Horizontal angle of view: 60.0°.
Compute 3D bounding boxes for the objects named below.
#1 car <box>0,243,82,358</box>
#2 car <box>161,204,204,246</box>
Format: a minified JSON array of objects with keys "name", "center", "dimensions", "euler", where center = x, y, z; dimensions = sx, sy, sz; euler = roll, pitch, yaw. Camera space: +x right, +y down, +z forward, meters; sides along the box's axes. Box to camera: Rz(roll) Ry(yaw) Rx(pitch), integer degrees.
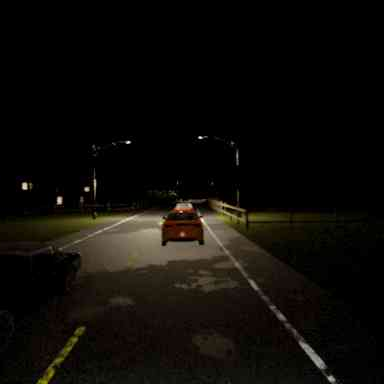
[{"name":"car","center":[-3.635,1.726,6.229],"dimensions":[1.895,1.301,4.718],"euler":[-1,0,-2]},{"name":"car","center":[-0.454,1.613,16.332],"dimensions":[1.882,1.535,5.008],"euler":[-1,0,-1]}]
